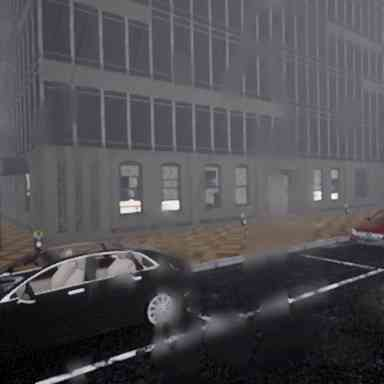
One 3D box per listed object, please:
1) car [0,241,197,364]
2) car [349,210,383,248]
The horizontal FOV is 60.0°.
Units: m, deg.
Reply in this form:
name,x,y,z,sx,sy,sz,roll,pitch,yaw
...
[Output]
name,x,y,z,sx,sy,sz,roll,pitch,yaw
car,-1.975,1.517,5.150,4.403,1.369,2.008,-2,1,-35
car,7.291,1.249,11.759,4.206,1.307,1.802,-2,1,-35
